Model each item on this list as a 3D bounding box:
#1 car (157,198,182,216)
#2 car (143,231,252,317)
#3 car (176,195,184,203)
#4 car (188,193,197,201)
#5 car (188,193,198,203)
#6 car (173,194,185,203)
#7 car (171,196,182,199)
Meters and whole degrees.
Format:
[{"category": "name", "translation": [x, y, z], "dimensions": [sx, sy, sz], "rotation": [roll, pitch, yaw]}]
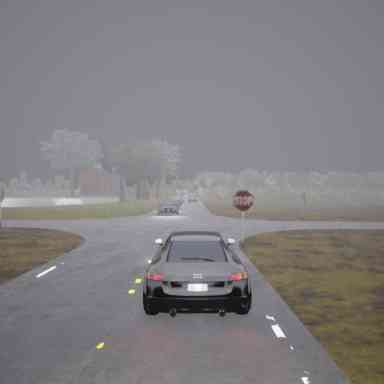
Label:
[{"category": "car", "translation": [-2.376, 1.552, 32.872], "dimensions": [1.994, 1.385, 4.181], "rotation": [0, 0, -5]}, {"category": "car", "translation": [0.075, 1.564, 7.561], "dimensions": [1.994, 1.385, 4.181], "rotation": [0, 0, -1]}, {"category": "car", "translation": [-2.670, 1.440, 54.588], "dimensions": [1.882, 1.535, 5.008], "rotation": [0, 0, 1]}, {"category": "car", "translation": [0.179, 1.108, 79.690], "dimensions": [2.097, 1.767, 4.553], "rotation": [0, 0, 0]}, {"category": "car", "translation": [0.157, 1.484, 69.679], "dimensions": [1.994, 1.385, 4.181], "rotation": [0, 0, 0]}, {"category": "car", "translation": [-2.600, 1.298, 66.647], "dimensions": [2.097, 1.767, 4.553], "rotation": [0, 0, 0]}, {"category": "car", "translation": [-2.729, 1.538, 43.525], "dimensions": [1.994, 1.385, 4.181], "rotation": [0, 0, 0]}]
